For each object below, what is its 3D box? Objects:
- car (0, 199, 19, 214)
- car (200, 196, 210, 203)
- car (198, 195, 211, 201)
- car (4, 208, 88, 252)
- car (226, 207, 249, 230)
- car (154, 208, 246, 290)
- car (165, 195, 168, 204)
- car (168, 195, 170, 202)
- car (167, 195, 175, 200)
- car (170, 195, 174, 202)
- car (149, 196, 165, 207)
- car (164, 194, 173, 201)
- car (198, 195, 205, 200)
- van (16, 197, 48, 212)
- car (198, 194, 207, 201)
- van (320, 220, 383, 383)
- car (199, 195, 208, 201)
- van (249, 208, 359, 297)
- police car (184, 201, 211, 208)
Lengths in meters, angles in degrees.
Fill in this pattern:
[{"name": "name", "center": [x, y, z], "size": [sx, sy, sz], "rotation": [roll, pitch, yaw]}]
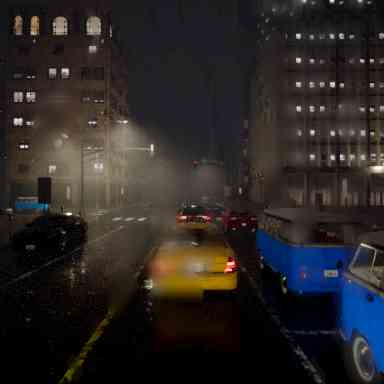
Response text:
[{"name": "car", "center": [-19.847, 1.620, 32.380], "size": [4.403, 1.369, 2.008], "rotation": [0, 0, 1]}, {"name": "car", "center": [2.693, 1.517, 68.848], "size": [1.887, 1.381, 4.507], "rotation": [1, 0, 0]}, {"name": "car", "center": [2.693, 1.529, 63.196], "size": [2.008, 1.369, 4.403], "rotation": [1, 0, 0]}, {"name": "car", "center": [-5.682, 1.567, 13.878], "size": [1.947, 1.339, 4.313], "rotation": [1, 0, 0]}, {"name": "car", "center": [2.698, 1.545, 19.450], "size": [1.887, 1.381, 4.507], "rotation": [1, 0, 0]}, {"name": "car", "center": [0.096, 1.458, 9.056], "size": [1.801, 1.575, 5.366], "rotation": [0, 0, 0]}, {"name": "car", "center": [-5.684, 1.425, 57.546], "size": [1.967, 1.590, 4.097], "rotation": [1, 0, 0]}, {"name": "car", "center": [-5.687, 1.560, 63.196], "size": [1.802, 1.307, 4.206], "rotation": [1, 0, 0]}, {"name": "car", "center": [-5.690, 1.472, 91.285], "size": [1.752, 1.417, 4.829], "rotation": [1, 0, 0]}, {"name": "car", "center": [-5.688, 1.517, 74.499], "size": [2.008, 1.369, 4.403], "rotation": [1, 0, 0]}, {"name": "car", "center": [-5.686, 1.572, 51.893], "size": [1.802, 1.307, 4.206], "rotation": [1, 0, 0]}, {"name": "car", "center": [-5.687, 1.400, 80.151], "size": [1.967, 1.590, 4.097], "rotation": [1, 0, 0]}, {"name": "car", "center": [2.690, 1.472, 91.624], "size": [1.752, 1.417, 4.829], "rotation": [1, 0, 0]}, {"name": "van", "center": [-19.740, 1.524, 40.761], "size": [3.998, 1.788, 1.690], "rotation": [0, 0, 1]}, {"name": "car", "center": [2.692, 1.394, 85.803], "size": [1.967, 1.590, 4.097], "rotation": [1, 0, 0]}, {"name": "van", "center": [2.703, 1.342, 2.720], "size": [1.690, 1.788, 3.998], "rotation": [1, 0, 0]}, {"name": "car", "center": [2.691, 1.510, 80.150], "size": [2.008, 1.369, 4.403], "rotation": [1, 0, 0]}, {"name": "van", "center": [2.702, 1.343, 8.296], "size": [1.690, 1.788, 3.998], "rotation": [1, 0, 0]}, {"name": "police car", "center": [0.102, 1.505, 19.375], "size": [2.038, 1.542, 4.974], "rotation": [0, 0, 0]}]
